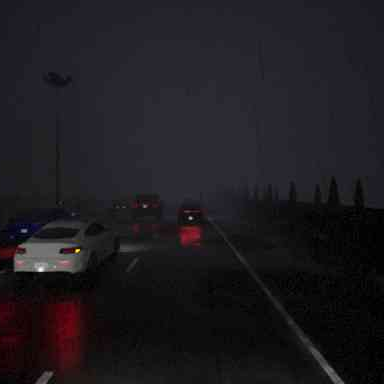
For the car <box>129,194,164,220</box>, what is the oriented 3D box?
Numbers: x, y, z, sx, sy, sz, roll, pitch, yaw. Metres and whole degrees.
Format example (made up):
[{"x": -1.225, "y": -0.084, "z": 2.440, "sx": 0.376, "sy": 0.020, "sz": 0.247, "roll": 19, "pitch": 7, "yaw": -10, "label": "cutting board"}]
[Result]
[{"x": -3.642, "y": 1.207, "z": 28.455, "sx": 2.150, "sy": 2.045, "sz": 5.566, "roll": 0, "pitch": 0, "yaw": -1, "label": "car"}]

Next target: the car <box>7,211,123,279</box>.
[{"x": -3.481, "y": 1.522, "z": 9.938, "sx": 1.812, "sy": 1.442, "sz": 4.674, "roll": 0, "pitch": 0, "yaw": 0, "label": "car"}]

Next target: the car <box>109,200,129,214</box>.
[{"x": -7.197, "y": 1.531, "z": 34.625, "sx": 2.033, "sy": 1.411, "sz": 5.357, "roll": 0, "pitch": 0, "yaw": -1, "label": "car"}]

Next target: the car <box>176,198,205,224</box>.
[{"x": -0.110, "y": 1.492, "z": 24.928, "sx": 1.837, "sy": 1.490, "sz": 4.892, "roll": 0, "pitch": 0, "yaw": -1, "label": "car"}]

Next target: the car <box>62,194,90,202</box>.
[{"x": -14.397, "y": 1.336, "z": 40.131, "sx": 2.097, "sy": 1.767, "sz": 4.553, "roll": 0, "pitch": 0, "yaw": 0, "label": "car"}]

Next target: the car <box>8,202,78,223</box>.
[{"x": -7.035, "y": 1.472, "z": 16.392, "sx": 1.882, "sy": 1.535, "sz": 5.008, "roll": 0, "pitch": 0, "yaw": 0, "label": "car"}]

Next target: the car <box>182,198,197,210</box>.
[{"x": -0.271, "y": 1.502, "z": 42.741, "sx": 1.812, "sy": 1.442, "sz": 4.674, "roll": 0, "pitch": 0, "yaw": -1, "label": "car"}]

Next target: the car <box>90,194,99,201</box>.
[{"x": -18.028, "y": 1.090, "z": 60.188, "sx": 1.837, "sy": 1.490, "sz": 4.892, "roll": 0, "pitch": 0, "yaw": -1, "label": "car"}]
